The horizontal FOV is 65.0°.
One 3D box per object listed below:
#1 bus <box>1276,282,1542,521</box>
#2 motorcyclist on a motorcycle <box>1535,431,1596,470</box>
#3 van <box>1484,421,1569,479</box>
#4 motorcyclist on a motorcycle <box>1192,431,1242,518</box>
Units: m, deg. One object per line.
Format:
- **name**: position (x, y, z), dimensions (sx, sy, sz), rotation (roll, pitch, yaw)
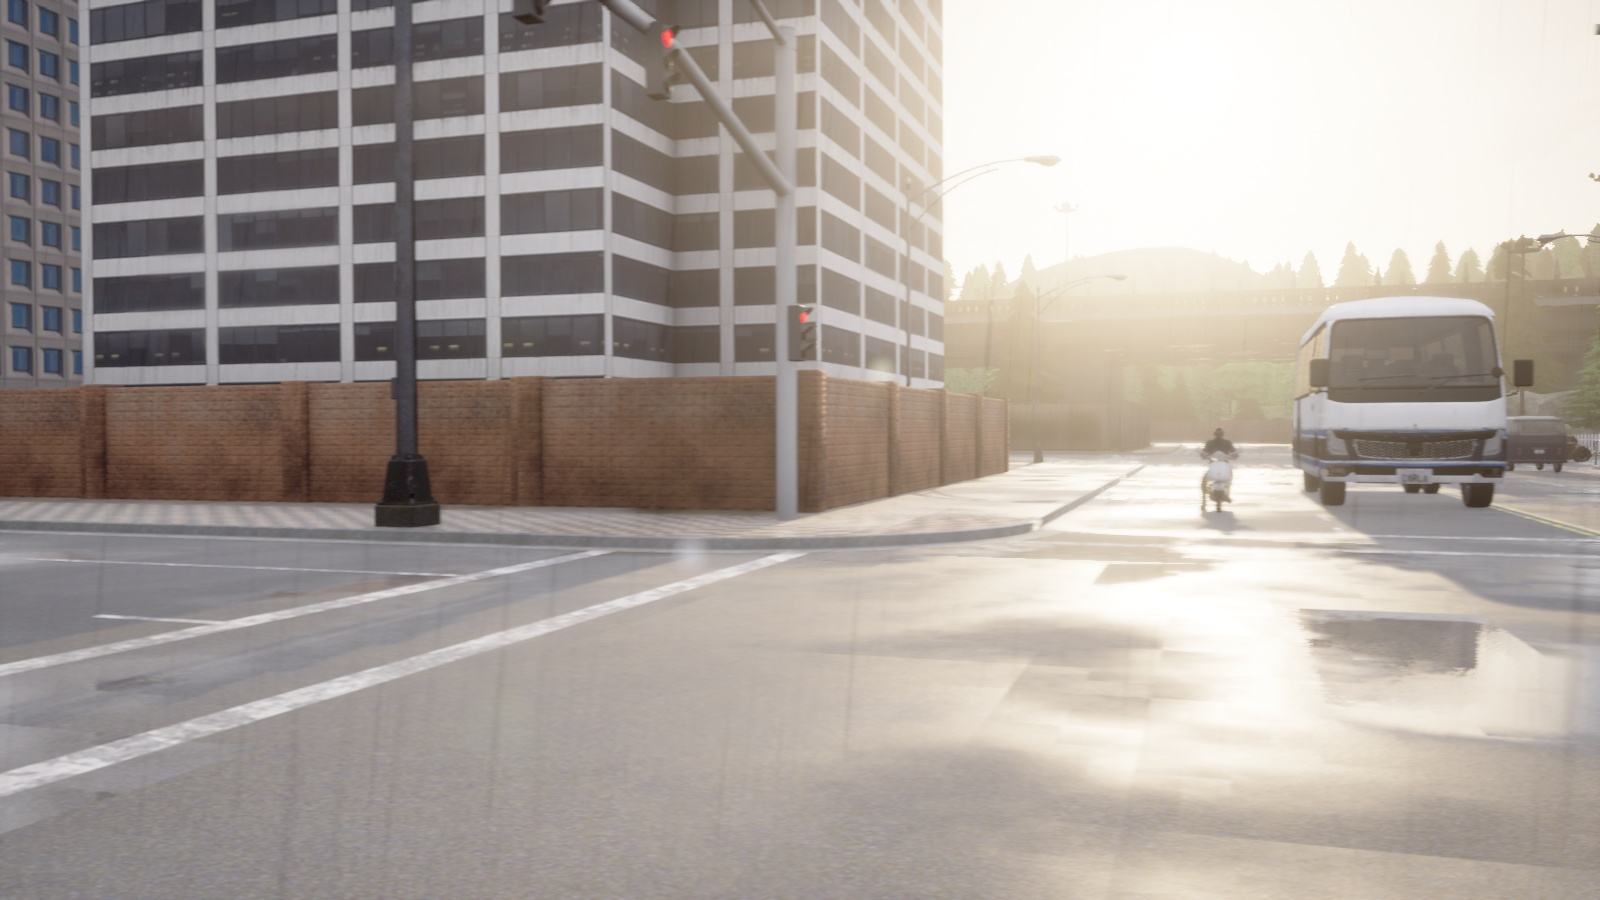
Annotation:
- **bus**: position (12.945, -0.948, 27.883), dimensions (3.944, 4.253, 10.273), rotation (1, 1, 18)
- **motorcyclist on a motorcycle**: position (33.189, 0.018, 54.460), dimensions (2.350, 1.649, 0.766), rotation (0, 3, -15)
- **van**: position (25.986, -0.044, 45.061), dimensions (1.775, 1.987, 4.442), rotation (1, 1, 18)
- **motorcyclist on a motorcycle**: position (7.955, 0.426, 23.977), dimensions (0.866, 1.590, 1.817), rotation (1, 1, 18)
